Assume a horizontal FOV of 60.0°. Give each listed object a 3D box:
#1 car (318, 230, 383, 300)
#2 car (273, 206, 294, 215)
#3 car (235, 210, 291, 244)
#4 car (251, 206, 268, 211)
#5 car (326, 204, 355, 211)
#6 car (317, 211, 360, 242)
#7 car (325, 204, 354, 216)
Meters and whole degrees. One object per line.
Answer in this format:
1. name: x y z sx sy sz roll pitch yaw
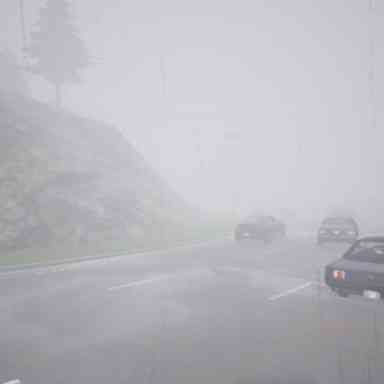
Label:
1. car: 5.047 1.763 8.224 1.895 1.301 4.718 -2 -2 42
2. car: 13.756 2.825 50.282 1.895 1.301 4.718 -1 -2 -3
3. car: 3.931 2.010 18.795 1.812 1.442 4.674 -1 -1 31
4. car: 10.151 2.843 50.064 1.994 1.385 4.181 -1 -2 -2
5. car: 16.978 2.355 37.732 2.033 1.411 5.357 -1 -2 4
6. car: 7.612 1.926 17.271 2.033 1.411 5.357 -2 -2 26
7. car: 20.689 2.488 46.963 1.882 1.535 5.008 0 -2 0
